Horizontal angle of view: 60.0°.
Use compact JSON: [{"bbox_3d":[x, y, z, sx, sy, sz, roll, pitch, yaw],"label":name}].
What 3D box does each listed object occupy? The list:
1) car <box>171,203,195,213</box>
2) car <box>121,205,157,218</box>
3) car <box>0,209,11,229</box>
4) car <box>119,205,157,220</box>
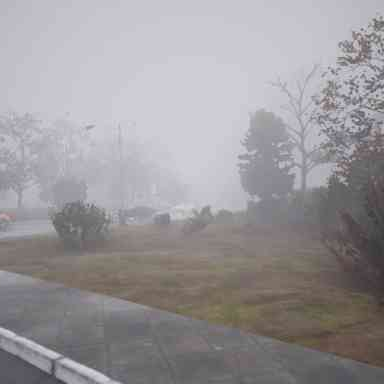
[{"bbox_3d":[-1.329,2.455,50.502,1.812,1.442,4.674,-3,-2,33],"label":"car"},{"bbox_3d":[-6.624,2.392,42.087,1.812,1.442,4.674,-3,-2,32],"label":"car"},{"bbox_3d":[-16.907,2.162,26.071,2.097,1.767,4.553,-3,-2,33],"label":"car"},{"bbox_3d":[-5.817,2.162,36.450,1.882,1.535,5.008,-3,-2,32],"label":"car"}]
